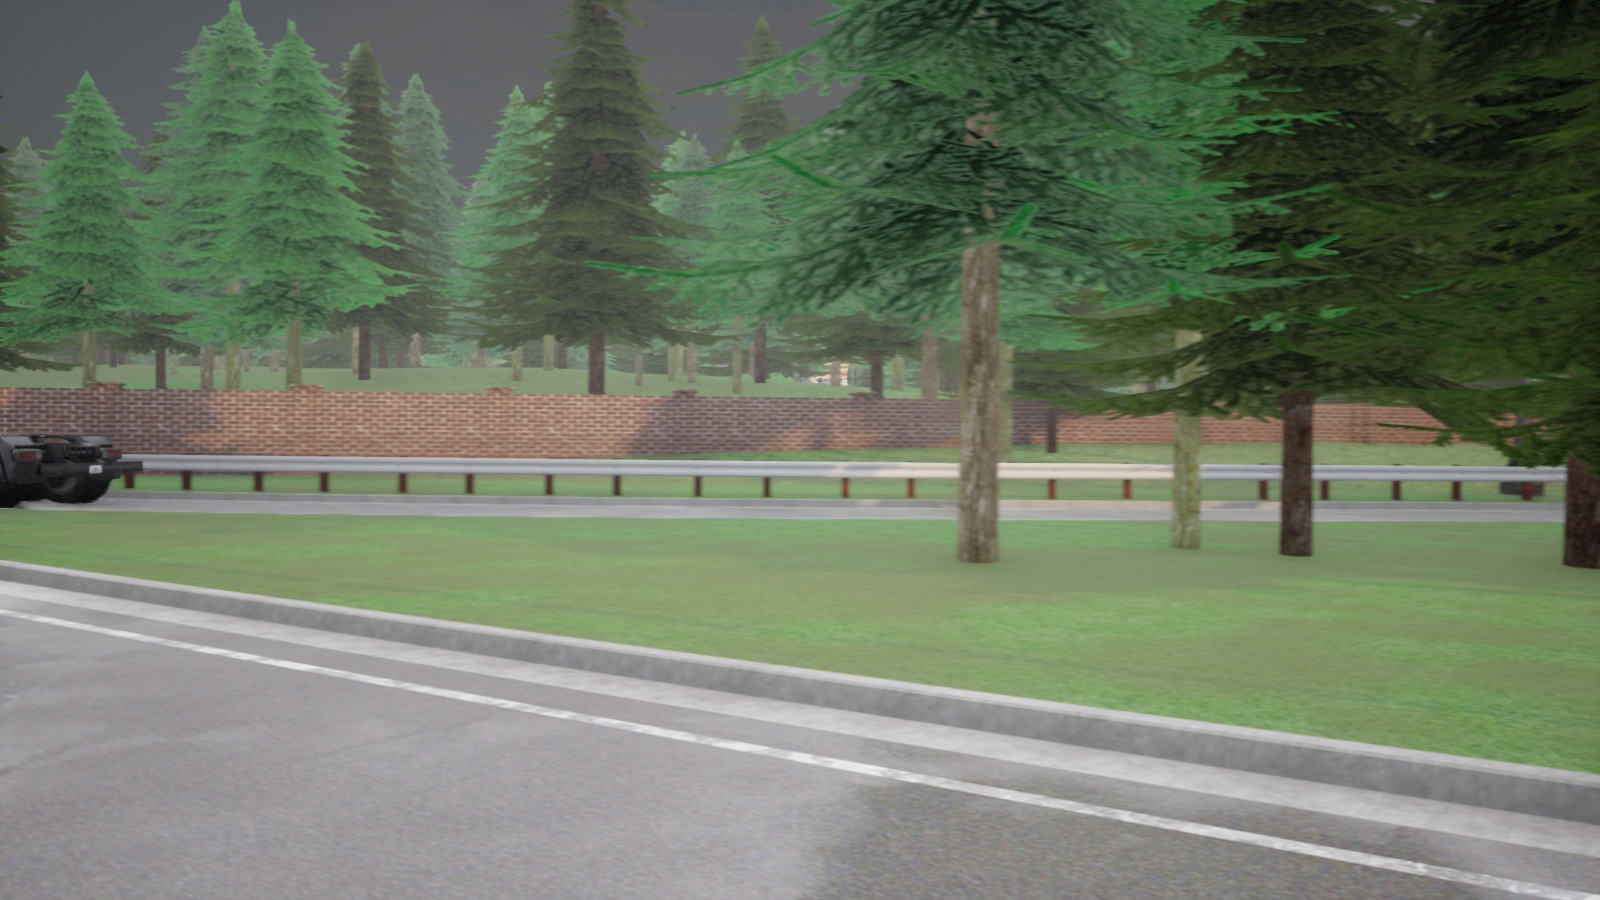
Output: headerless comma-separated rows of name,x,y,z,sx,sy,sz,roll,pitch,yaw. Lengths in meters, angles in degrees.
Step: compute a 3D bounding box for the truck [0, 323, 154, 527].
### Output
truck,-16.617,-0.417,23.423,7.936,3.462,2.891,0,1,10
